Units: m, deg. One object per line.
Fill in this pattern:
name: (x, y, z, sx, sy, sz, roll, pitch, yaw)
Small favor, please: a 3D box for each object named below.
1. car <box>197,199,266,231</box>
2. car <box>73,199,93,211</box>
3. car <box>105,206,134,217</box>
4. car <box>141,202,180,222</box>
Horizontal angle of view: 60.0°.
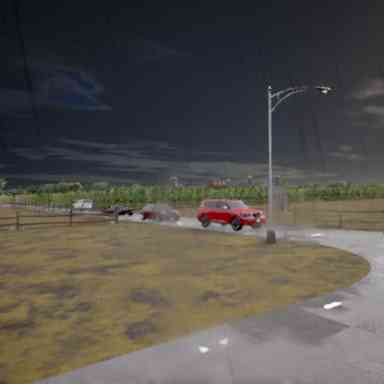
car: (2.638, 1.533, 23.540, 2.150, 2.045, 5.566, 0, -1, -36)
car: (-19.334, 2.341, 59.077, 2.150, 2.045, 5.566, 0, -1, -36)
car: (-8.615, 2.284, 39.176, 1.895, 1.301, 4.718, 0, -1, -36)
car: (-3.030, 1.849, 31.417, 2.097, 1.767, 4.553, 0, -1, -36)
